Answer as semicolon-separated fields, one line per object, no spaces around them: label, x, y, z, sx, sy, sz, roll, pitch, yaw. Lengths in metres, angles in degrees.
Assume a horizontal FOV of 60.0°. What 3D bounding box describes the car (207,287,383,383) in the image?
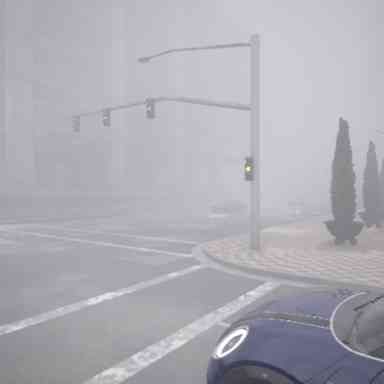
car;2.313;1.353;2.443;4.553;1.767;2.097;0;0;38

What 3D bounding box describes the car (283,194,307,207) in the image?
car;16.721;1.519;52.902;1.837;1.490;4.892;0;0;36

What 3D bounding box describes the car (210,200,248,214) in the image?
car;4.056;1.554;35.579;2.033;1.411;5.357;0;0;36
